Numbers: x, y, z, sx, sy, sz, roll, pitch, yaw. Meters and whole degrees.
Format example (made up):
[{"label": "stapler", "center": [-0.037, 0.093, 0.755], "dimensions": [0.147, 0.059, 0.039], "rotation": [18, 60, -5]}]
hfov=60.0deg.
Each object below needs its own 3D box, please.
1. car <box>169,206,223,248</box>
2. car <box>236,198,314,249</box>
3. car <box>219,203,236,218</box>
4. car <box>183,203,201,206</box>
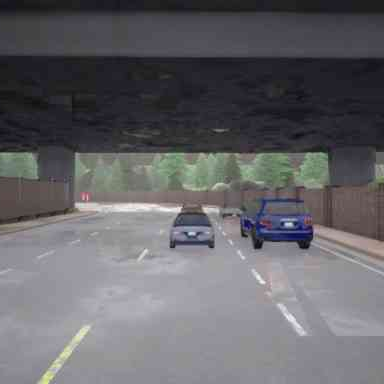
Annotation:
[{"label": "car", "center": [0.000, 1.563, 14.650], "dimensions": [2.033, 1.411, 5.357], "rotation": [0, 0, 0]}, {"label": "car", "center": [3.500, 1.258, 14.680], "dimensions": [2.150, 2.045, 5.566], "rotation": [0, 0, 0]}, {"label": "car", "center": [3.500, 1.616, 29.680], "dimensions": [1.895, 1.301, 4.718], "rotation": [0, 0, 0]}, {"label": "car", "center": [0.000, 1.616, 29.680], "dimensions": [1.895, 1.301, 4.718], "rotation": [0, 0, 0]}]
